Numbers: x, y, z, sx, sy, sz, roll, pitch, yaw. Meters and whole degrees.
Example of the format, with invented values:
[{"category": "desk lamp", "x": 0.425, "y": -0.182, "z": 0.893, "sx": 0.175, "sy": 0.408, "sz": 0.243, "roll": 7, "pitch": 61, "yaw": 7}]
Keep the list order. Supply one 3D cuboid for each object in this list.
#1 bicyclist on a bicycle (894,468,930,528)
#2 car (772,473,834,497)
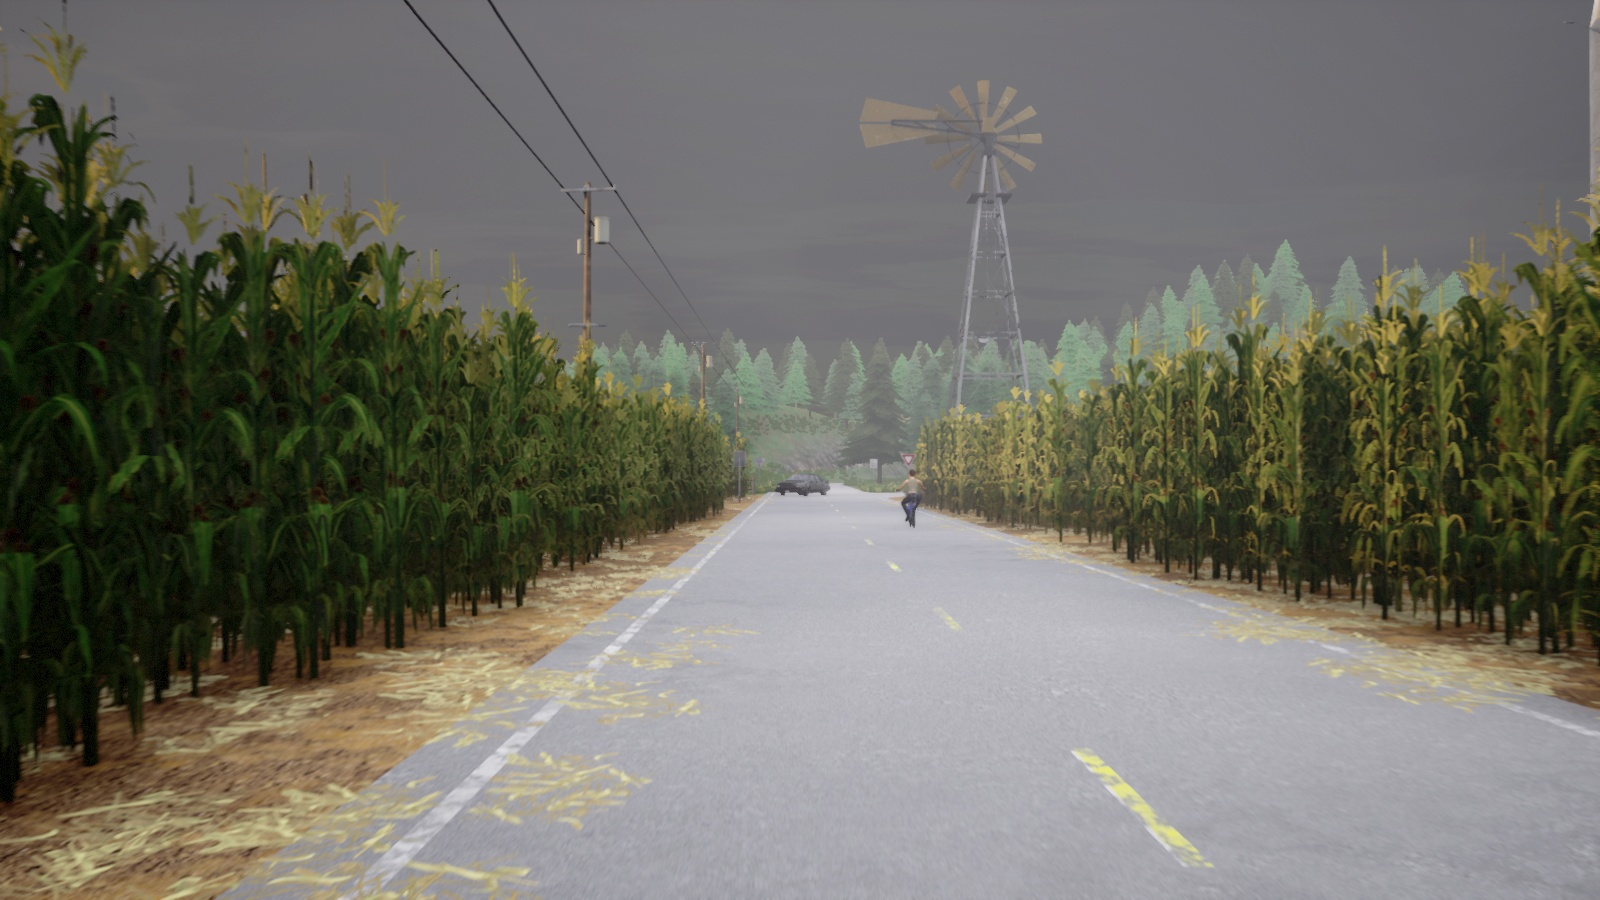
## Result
[{"category": "bicyclist on a bicycle", "x": 3.115, "y": 1.324, "z": 34.972, "sx": 0.866, "sy": 1.612, "sz": 1.509, "roll": 0, "pitch": -1, "yaw": 0}, {"category": "car", "x": 0.240, "y": 2.190, "z": 79.487, "sx": 2.033, "sy": 1.411, "sz": 5.357, "roll": -1, "pitch": -1, "yaw": 22}]
